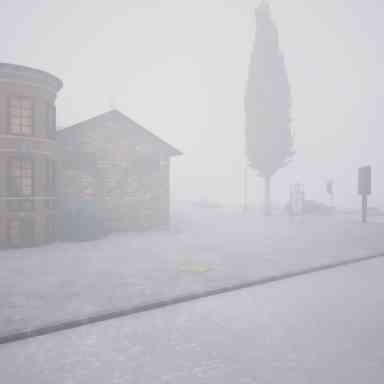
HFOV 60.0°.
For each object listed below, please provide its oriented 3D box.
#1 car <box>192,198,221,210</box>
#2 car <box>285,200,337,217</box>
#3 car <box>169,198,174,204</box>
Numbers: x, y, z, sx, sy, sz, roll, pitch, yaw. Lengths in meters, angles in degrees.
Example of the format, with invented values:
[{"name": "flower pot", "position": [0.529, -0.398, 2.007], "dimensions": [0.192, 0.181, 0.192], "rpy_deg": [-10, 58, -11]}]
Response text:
[{"name": "car", "position": [1.805, 1.525, 43.763], "dimensions": [1.812, 1.442, 4.674], "rpy_deg": [0, 0, -36]}, {"name": "car", "position": [10.963, 1.492, 30.946], "dimensions": [2.128, 1.511, 4.902], "rpy_deg": [0, 0, -36]}, {"name": "car", "position": [-5.317, 1.601, 60.949], "dimensions": [1.895, 1.301, 4.718], "rpy_deg": [0, 0, -35]}]
